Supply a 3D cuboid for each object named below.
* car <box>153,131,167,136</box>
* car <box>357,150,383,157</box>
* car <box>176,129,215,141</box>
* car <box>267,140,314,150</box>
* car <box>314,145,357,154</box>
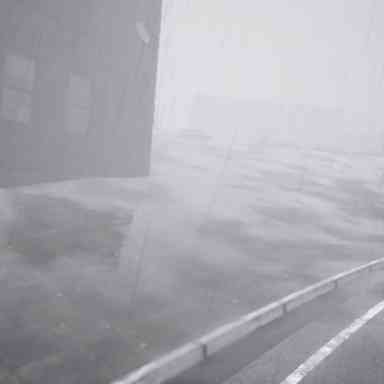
[{"bbox_3d":[-5.029,-6.317,36.505,4.674,1.452,2.002,4,1,-9],"label":"car"},{"bbox_3d":[22.023,-4.444,41.091,4.674,1.452,2.002,4,1,-11],"label":"car"},{"bbox_3d":[0.390,-6.118,37.395,4.553,1.767,2.185,4,1,-9],"label":"car"},{"bbox_3d":[11.153,-5.262,39.174,4.892,1.521,2.231,4,1,-9],"label":"car"},{"bbox_3d":[16.585,-4.881,40.079,4.892,1.521,2.231,4,1,-10],"label":"car"}]
